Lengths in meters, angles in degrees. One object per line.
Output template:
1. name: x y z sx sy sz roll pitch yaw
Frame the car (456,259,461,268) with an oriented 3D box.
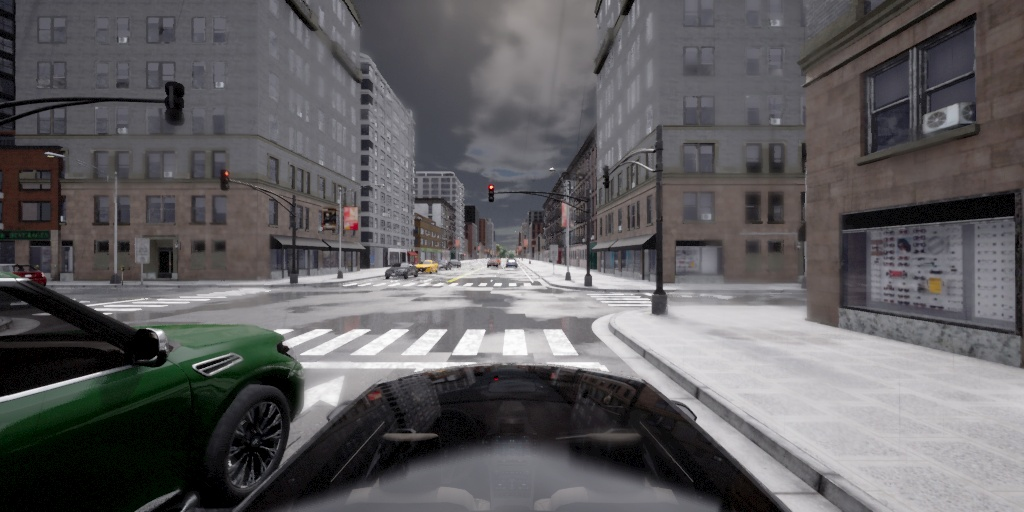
1. car: -9.853 1.273 61.455 1.812 1.442 4.674 0 0 0

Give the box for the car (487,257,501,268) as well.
1. car: -3.303 1.349 61.876 1.895 1.301 4.718 0 0 0

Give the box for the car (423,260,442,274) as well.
1. car: -9.879 1.230 41.625 1.882 1.535 5.008 0 0 0

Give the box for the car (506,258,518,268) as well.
1. car: -0.053 1.312 61.849 1.994 1.385 4.181 0 0 0

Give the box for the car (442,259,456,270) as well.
1. car: -9.885 1.242 51.437 2.128 1.511 4.902 0 0 0

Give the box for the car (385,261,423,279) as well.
1. car: -9.872 1.279 32.428 1.812 1.442 4.674 0 0 2

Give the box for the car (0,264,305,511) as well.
1. car: -3.148 0.971 1.216 2.150 2.045 5.566 0 0 0
